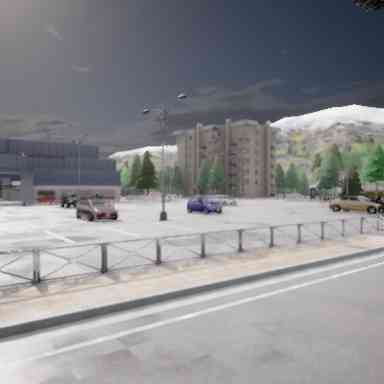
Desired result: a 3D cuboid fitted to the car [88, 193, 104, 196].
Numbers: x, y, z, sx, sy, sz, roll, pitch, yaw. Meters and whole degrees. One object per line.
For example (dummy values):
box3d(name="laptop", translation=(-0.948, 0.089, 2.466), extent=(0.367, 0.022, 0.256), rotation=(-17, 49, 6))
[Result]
box3d(name="car", translation=(-12.617, 1.013, 42.863), extent=(1.932, 1.855, 4.605), rotation=(0, 0, -36))

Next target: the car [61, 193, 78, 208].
box3d(name="car", translation=(-14.731, 1.010, 40.827), extent=(1.905, 1.878, 3.866), rotation=(0, 0, -36))

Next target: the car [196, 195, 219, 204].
box3d(name="car", translation=(2.528, 1.181, 53.635), extent=(1.845, 1.501, 3.633), rotation=(0, 0, -36))

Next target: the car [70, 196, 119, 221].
box3d(name="car", translation=(-6.952, 1.250, 24.124), extent=(2.007, 1.523, 4.514), rotation=(0, 0, -36))

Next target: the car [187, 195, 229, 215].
box3d(name="car", translation=(1.173, 1.214, 29.942), extent=(1.845, 1.501, 3.633), rotation=(0, 0, -36))

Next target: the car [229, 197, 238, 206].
box3d(name="car", translation=(4.458, 1.209, 45.875), extent=(1.970, 1.475, 3.806), rotation=(0, 0, -36))

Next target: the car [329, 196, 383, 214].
box3d(name="car", translation=(15.269, 1.155, 30.658), extent=(2.152, 1.636, 5.027), rotation=(0, 0, -36))
